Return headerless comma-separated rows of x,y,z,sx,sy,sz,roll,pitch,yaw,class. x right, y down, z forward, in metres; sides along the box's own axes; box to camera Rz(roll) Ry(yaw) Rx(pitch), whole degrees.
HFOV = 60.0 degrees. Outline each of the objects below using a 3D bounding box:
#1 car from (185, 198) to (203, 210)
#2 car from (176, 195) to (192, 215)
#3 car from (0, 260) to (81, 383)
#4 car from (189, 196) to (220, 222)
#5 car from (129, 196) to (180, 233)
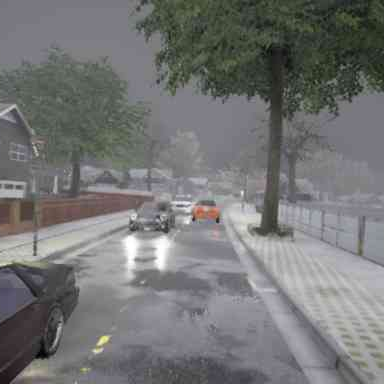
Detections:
0.331,1.594,46.462,1.882,1.535,5.008,2,0,7,car
-0.931,1.323,34.696,2.150,2.045,5.566,2,0,5,car
-2.754,1.463,3.161,2.033,1.411,5.357,2,0,1,car
1.220,1.402,27.309,2.097,1.767,4.553,2,0,4,car
-2.139,1.296,19.134,2.097,1.767,4.553,2,0,3,car
